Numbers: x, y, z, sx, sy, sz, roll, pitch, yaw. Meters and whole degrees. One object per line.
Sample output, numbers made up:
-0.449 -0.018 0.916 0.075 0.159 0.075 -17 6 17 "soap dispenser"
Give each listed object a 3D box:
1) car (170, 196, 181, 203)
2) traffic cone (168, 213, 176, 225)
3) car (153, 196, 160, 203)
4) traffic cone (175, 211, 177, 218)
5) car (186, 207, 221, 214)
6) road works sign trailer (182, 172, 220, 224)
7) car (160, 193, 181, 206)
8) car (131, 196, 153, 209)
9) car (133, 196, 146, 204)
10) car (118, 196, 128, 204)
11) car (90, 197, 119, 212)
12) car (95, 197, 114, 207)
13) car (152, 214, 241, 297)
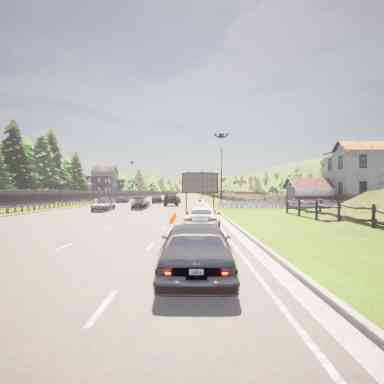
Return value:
-3.308 1.563 68.494 1.994 1.385 4.181 0 0 0 "car"
-1.457 1.955 23.098 0.340 0.580 0.340 0 0 0 "traffic cone"
-6.813 1.477 65.302 1.882 1.535 5.008 0 0 0 "car"
-1.454 1.955 25.098 0.340 0.580 0.340 0 0 0 "traffic cone"
0.591 1.537 18.413 1.812 1.442 4.674 0 -1 5 "car"
0.517 0.464 22.026 2.380 3.560 2.880 0 0 -5 "road works sign trailer"
-3.329 1.221 53.279 2.150 2.045 5.566 0 0 0 "car"
-6.841 1.600 44.733 1.895 1.301 4.718 0 0 0 "car"
-10.312 1.501 66.107 1.837 1.490 4.892 0 -1 0 "car"
-13.812 1.563 65.397 1.994 1.385 4.181 0 0 0 "car"
-10.348 1.600 39.043 1.895 1.301 4.718 0 0 0 "car"
-13.830 1.526 52.616 1.812 1.442 4.674 0 -1 0 "car"
0.109 1.547 8.742 2.033 1.411 5.357 0 0 1 "car"
